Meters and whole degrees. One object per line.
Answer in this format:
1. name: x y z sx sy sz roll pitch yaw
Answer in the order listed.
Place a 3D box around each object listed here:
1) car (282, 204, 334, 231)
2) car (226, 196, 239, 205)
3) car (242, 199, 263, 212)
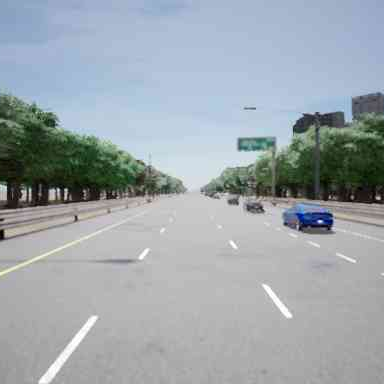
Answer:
1. car: 7.026 1.495 20.675 1.882 1.535 5.008 0 0 0
2. car: 7.183 1.491 59.194 1.812 1.442 4.674 0 0 0
3. car: 7.087 1.521 38.751 1.812 1.442 4.674 0 0 0
